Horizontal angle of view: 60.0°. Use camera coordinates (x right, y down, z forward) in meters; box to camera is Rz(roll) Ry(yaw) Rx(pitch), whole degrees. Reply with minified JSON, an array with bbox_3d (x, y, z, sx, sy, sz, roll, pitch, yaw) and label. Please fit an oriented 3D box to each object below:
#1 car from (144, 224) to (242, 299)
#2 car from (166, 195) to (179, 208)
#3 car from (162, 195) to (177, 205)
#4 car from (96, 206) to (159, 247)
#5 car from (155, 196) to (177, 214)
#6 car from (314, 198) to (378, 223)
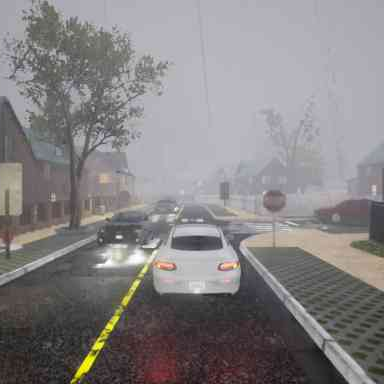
[{"bbox_3d":[0.107,1.523,8.300,1.812,1.442,4.674,0,0,0],"label":"car"},{"bbox_3d":[-2.945,1.529,47.558,1.994,1.385,4.181,0,0,-2],"label":"car"},{"bbox_3d":[-4.011,1.366,58.831,2.097,1.767,4.553,0,-1,-13],"label":"car"},{"bbox_3d":[-2.831,1.557,14.899,1.994,1.385,4.181,0,0,0],"label":"car"},{"bbox_3d":[-2.828,1.501,34.874,1.812,1.442,4.674,0,0,0],"label":"car"},{"bbox_3d":[10.616,1.181,21.988,5.008,1.535,1.882,-1,0,-3],"label":"car"}]
